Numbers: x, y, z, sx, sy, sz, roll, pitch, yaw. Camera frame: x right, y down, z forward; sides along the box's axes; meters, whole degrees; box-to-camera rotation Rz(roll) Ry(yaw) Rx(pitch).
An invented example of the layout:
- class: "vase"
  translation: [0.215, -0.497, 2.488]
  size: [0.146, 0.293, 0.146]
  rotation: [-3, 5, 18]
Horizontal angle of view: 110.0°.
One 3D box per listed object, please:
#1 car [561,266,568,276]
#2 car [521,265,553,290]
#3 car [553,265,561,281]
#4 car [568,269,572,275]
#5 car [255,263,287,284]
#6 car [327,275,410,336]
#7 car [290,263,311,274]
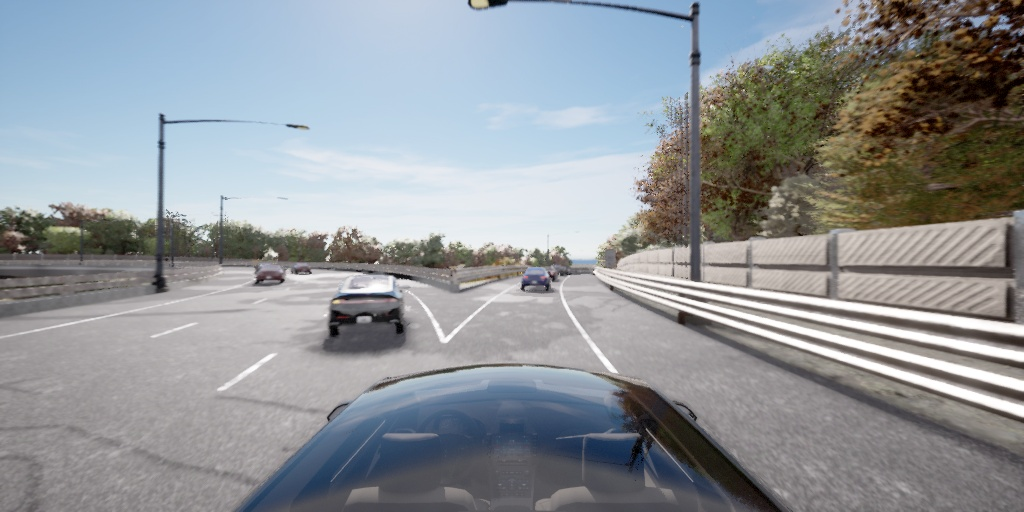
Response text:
- class: "car"
  translation: [5.901, 1.902, 47.880]
  size: [2.128, 1.511, 4.902]
  rotation: [0, -2, 11]
- class: "car"
  translation: [1.697, 1.536, 25.045]
  size: [1.812, 1.442, 4.674]
  rotation: [0, -1, 7]
- class: "car"
  translation: [3.558, 1.740, 36.061]
  size: [1.895, 1.301, 4.718]
  rotation: [0, -1, 11]
- class: "car"
  translation: [8.552, 2.511, 60.884]
  size: [2.128, 1.511, 4.902]
  rotation: [0, -3, 12]
- class: "car"
  translation: [-19.762, 1.495, 29.519]
  size: [1.812, 1.442, 4.674]
  rotation: [1, -1, -29]
- class: "car"
  translation: [-4.189, 1.323, 10.840]
  size: [2.128, 1.511, 4.902]
  rotation: [0, -1, -17]
- class: "car"
  translation: [-28.101, 1.658, 47.792]
  size: [1.812, 1.442, 4.674]
  rotation: [1, -1, -39]
